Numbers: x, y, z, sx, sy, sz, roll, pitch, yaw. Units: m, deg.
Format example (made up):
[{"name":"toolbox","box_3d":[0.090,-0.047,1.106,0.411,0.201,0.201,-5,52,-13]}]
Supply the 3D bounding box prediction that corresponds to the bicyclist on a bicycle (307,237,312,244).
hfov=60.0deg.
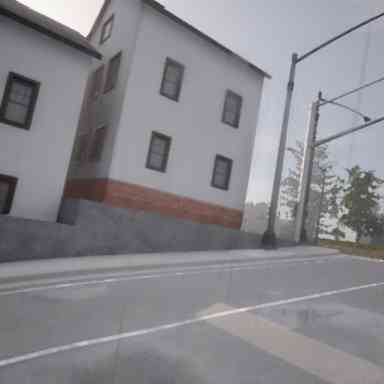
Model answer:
[{"name":"bicyclist on a bicycle","box_3d":[14.516,6.251,41.326,1.656,1.620,0.582,5,-23,-38]}]
